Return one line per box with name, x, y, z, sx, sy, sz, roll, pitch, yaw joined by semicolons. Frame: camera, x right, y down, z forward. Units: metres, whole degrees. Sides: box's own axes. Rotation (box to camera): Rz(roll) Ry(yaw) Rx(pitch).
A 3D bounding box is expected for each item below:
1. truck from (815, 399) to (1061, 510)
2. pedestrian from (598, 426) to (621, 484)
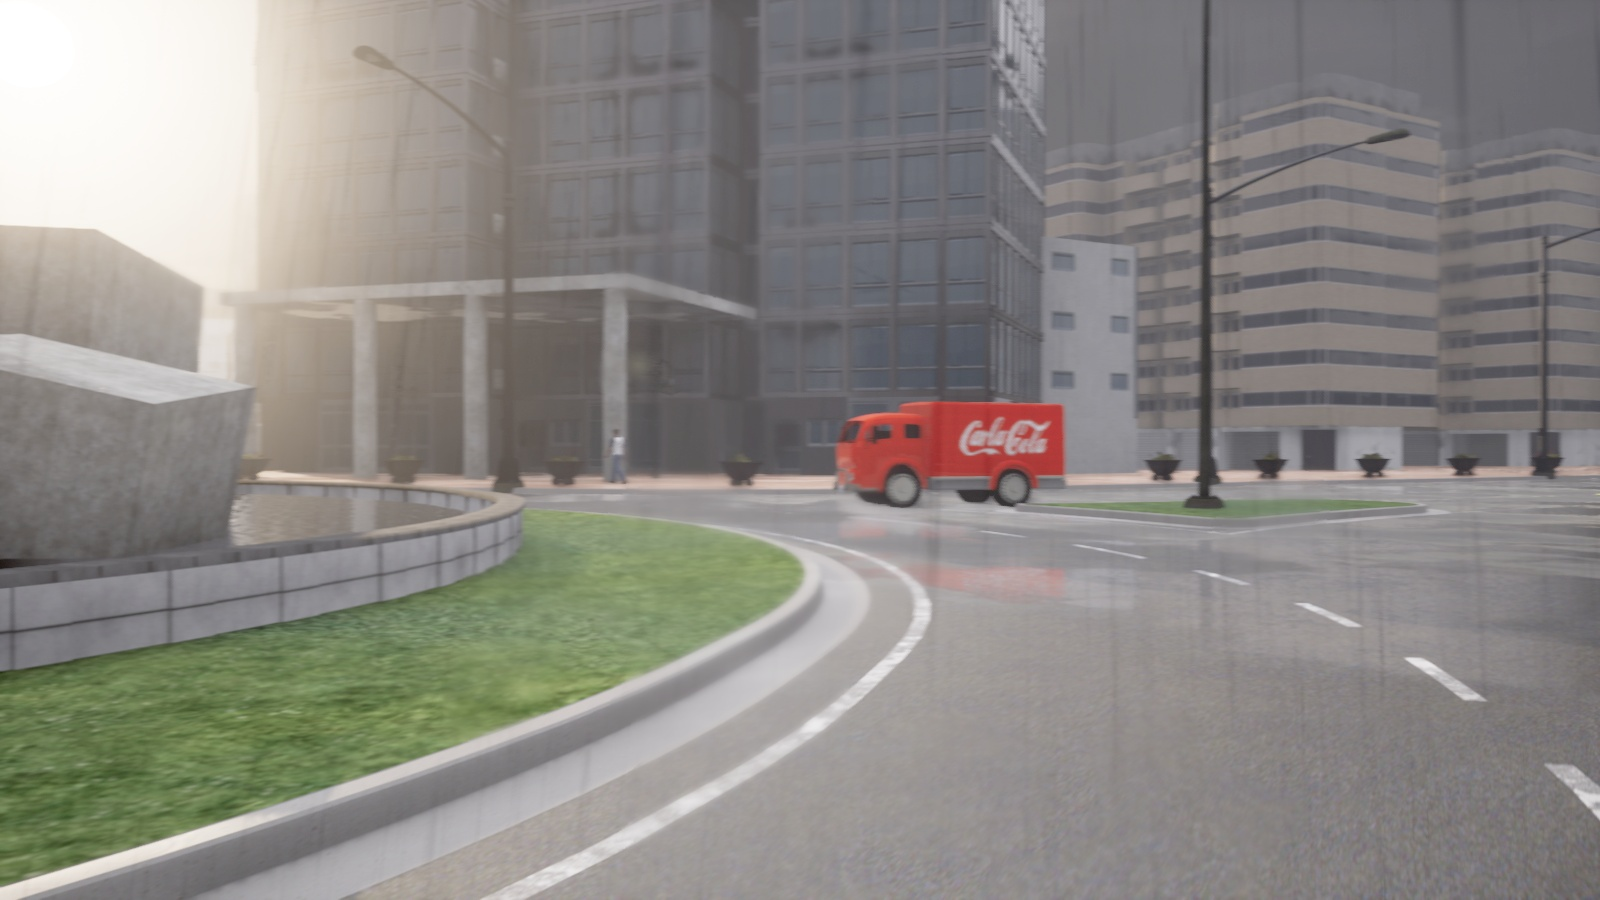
truck;3.225;0.099;29.899;5.204;2.467;2.627;0;1;-16
pedestrian;-6.085;0.148;40.139;0.706;1.836;0.354;0;0;40
